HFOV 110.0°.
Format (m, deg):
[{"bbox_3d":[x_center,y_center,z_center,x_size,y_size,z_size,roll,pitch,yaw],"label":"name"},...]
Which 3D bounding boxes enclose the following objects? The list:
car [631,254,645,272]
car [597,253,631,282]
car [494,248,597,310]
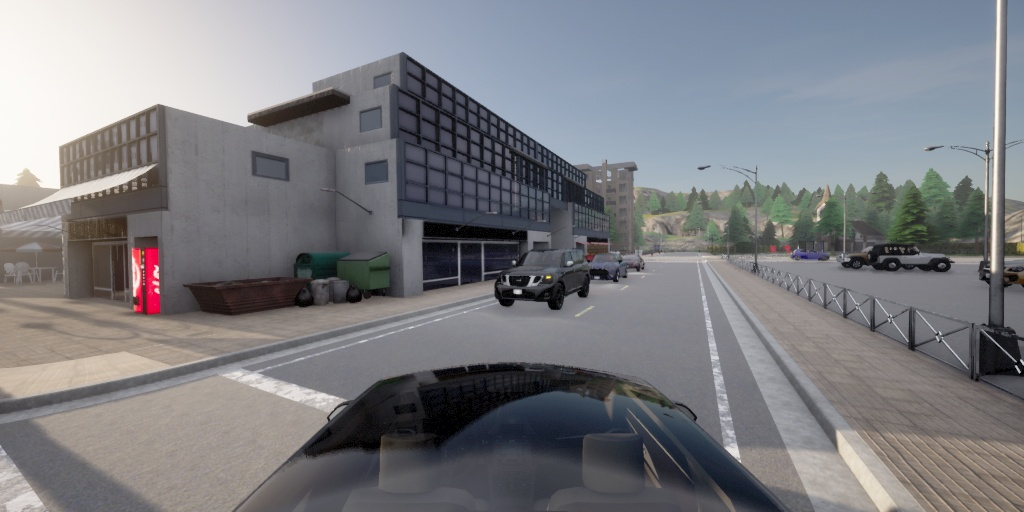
[{"bbox_3d":[10.561,0.547,31.731,1.812,1.442,4.674,0,1,27],"label":"car"},{"bbox_3d":[5.902,0.619,22.621,2.097,1.767,4.553,0,1,27],"label":"car"},{"bbox_3d":[1.428,0.725,13.860,2.150,2.045,5.566,0,1,27],"label":"car"}]
